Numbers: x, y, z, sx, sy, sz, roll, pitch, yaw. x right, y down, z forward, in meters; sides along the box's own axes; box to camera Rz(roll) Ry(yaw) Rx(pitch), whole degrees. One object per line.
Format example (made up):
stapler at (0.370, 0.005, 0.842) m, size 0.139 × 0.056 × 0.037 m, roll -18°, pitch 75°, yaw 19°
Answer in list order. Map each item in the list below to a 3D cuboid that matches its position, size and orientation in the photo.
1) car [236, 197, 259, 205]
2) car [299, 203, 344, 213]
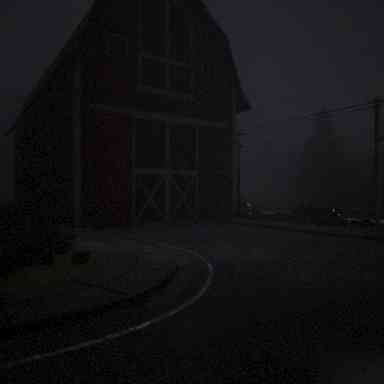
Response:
car at (5.780, 1.391, 38.364) m, size 2.097 × 1.767 × 4.553 m, roll 0°, pitch 0°, yaw -34°
car at (11.343, 1.639, 30.253) m, size 1.895 × 1.301 × 4.718 m, roll 0°, pitch 0°, yaw -34°
